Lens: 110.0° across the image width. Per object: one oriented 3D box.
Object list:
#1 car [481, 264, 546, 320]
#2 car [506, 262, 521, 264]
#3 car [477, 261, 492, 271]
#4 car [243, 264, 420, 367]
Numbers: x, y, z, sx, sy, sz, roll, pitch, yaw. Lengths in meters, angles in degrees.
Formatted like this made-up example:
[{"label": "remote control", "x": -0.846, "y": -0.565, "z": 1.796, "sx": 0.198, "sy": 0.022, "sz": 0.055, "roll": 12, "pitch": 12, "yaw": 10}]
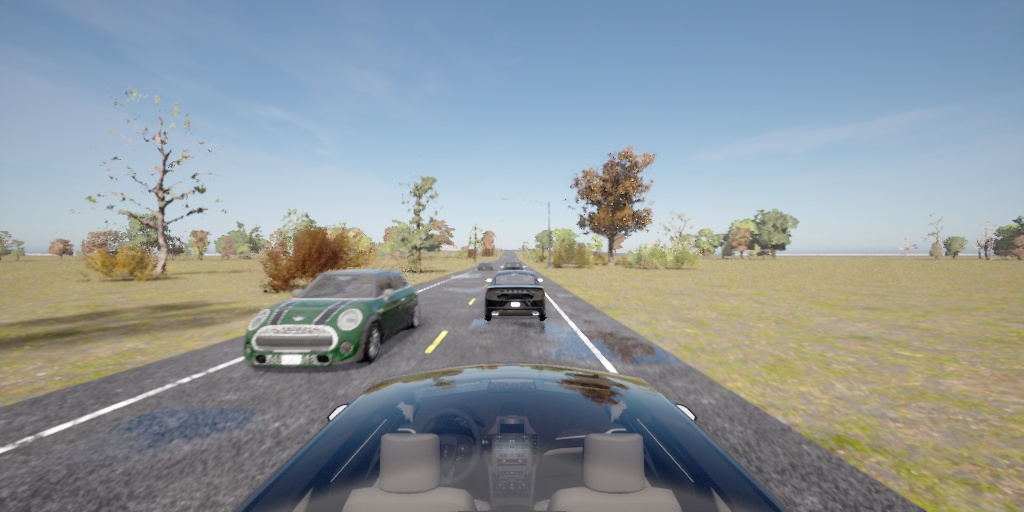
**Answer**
[{"label": "car", "x": 0.101, "y": 1.227, "z": 12.676, "sx": 1.882, "sy": 1.535, "sz": 5.008, "roll": 0, "pitch": 0, "yaw": 0}, {"label": "car", "x": 0.104, "y": 1.251, "z": 31.084, "sx": 1.837, "sy": 1.490, "sz": 4.892, "roll": 0, "pitch": 0, "yaw": 0}, {"label": "car", "x": -3.571, "y": 1.303, "z": 48.244, "sx": 1.994, "sy": 1.385, "sz": 4.181, "roll": 0, "pitch": 0, "yaw": 0}, {"label": "car", "x": -3.599, "y": 1.102, "z": 8.098, "sx": 2.097, "sy": 1.767, "sz": 4.553, "roll": 0, "pitch": 0, "yaw": 0}]
